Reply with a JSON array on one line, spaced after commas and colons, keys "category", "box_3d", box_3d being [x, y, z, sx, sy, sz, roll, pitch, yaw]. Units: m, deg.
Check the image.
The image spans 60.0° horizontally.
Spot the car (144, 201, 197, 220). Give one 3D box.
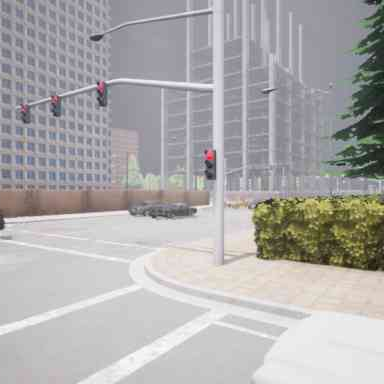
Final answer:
[{"category": "car", "box_3d": [-1.610, 1.653, 28.896, 1.895, 1.301, 4.718, 0, 0, 36]}]

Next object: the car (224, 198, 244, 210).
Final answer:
[{"category": "car", "box_3d": [6.091, 1.533, 45.582, 1.882, 1.535, 5.008, 0, 0, 35]}]

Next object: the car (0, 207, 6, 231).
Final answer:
[{"category": "car", "box_3d": [-10.829, 1.254, 14.150, 2.150, 2.045, 5.566, 0, 0, 21]}]

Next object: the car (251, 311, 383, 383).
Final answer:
[{"category": "car", "box_3d": [2.718, 1.601, 2.029, 4.718, 1.301, 1.895, 0, 0, 36]}]

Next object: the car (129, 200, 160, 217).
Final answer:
[{"category": "car", "box_3d": [-3.894, 1.556, 31.720, 1.837, 1.490, 4.892, 0, 0, 36]}]

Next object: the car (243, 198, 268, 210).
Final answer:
[{"category": "car", "box_3d": [8.942, 1.613, 43.552, 1.837, 1.490, 4.892, 0, 0, 35]}]
